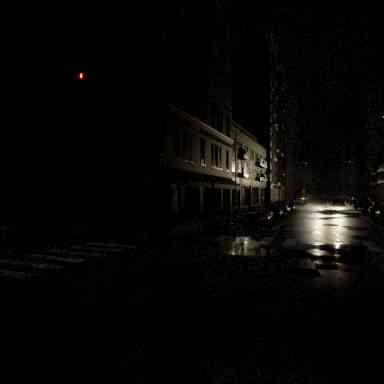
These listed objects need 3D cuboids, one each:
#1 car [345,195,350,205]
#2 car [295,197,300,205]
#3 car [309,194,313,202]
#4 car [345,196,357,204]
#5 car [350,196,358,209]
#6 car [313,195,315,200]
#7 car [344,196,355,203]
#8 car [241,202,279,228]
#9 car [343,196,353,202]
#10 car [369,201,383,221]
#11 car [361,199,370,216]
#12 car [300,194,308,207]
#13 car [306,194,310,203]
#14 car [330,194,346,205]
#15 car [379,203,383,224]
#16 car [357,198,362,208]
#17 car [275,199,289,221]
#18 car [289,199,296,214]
[{"bbox_3d":[26.985,1.550,54.972,2.008,1.369,4.403,1,0,22],"label":"car"},{"bbox_3d":[10.733,1.547,37.700,1.887,1.381,4.507,1,0,22],"label":"car"},{"bbox_3d":[23.263,1.562,68.418,1.947,1.339,4.313,1,0,22],"label":"car"},{"bbox_3d":[31.163,1.562,65.214,1.947,1.339,4.313,1,0,22],"label":"car"},{"bbox_3d":[22.807,1.567,44.730,1.947,1.339,4.313,1,0,22],"label":"car"},{"bbox_3d":[25.353,1.310,73.537,2.192,1.841,5.009,1,0,22],"label":"car"},{"bbox_3d":[33.252,1.577,70.335,1.802,1.307,4.206,1,0,22],"label":"car"},{"bbox_3d":[4.467,1.584,22.341,1.802,1.307,4.206,1,0,22],"label":"car"},{"bbox_3d":[35.341,1.559,75.457,1.947,1.339,4.313,1,0,22],"label":"car"},{"bbox_3d":[14.452,1.547,24.245,1.887,1.381,4.507,1,0,22],"label":"car"},{"bbox_3d":[16.541,1.553,29.366,2.008,1.369,4.403,1,0,22],"label":"car"},{"bbox_3d":[16.934,1.525,52.902,1.752,1.417,4.829,1,0,22],"label":"car"},{"bbox_3d":[19.086,1.565,58.179,1.947,1.339,4.313,1,0,22],"label":"car"},{"bbox_3d":[25.537,1.524,58.207,1.812,1.442,4.674,0,0,22],"label":"car"},{"bbox_3d":[12.363,1.568,19.124,1.947,1.339,4.313,1,0,22],"label":"car"},{"bbox_3d":[18.630,1.547,34.488,1.887,1.381,4.507,1,0,22],"label":"car"},{"bbox_3d":[6.556,1.568,27.460,1.947,1.339,4.313,1,0,22],"label":"car"},{"bbox_3d":[8.644,1.553,32.580,2.008,1.369,4.403,1,0,22],"label":"car"}]
